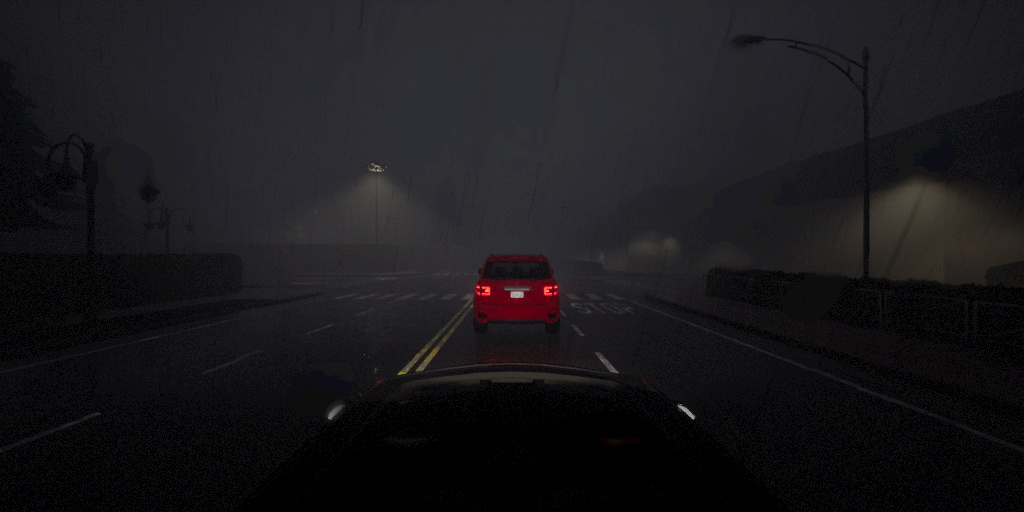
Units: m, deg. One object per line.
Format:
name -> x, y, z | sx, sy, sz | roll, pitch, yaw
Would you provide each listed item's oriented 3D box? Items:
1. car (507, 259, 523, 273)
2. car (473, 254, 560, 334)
car -> 0.352, 1.227, 45.590 | 1.882, 1.535, 5.008 | 0, 0, 1
car -> 0.121, 0.971, 10.812 | 2.150, 2.045, 5.566 | 0, 0, 0
